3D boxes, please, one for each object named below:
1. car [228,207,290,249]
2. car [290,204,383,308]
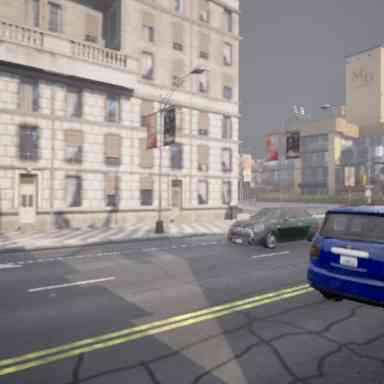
[{"bbox_3d":[3.795,1.476,15.255,4.553,1.767,2.097,0,0,-36],"label":"car"},{"bbox_3d":[4.867,1.304,7.279,5.566,2.045,2.150,1,0,-36],"label":"car"}]
